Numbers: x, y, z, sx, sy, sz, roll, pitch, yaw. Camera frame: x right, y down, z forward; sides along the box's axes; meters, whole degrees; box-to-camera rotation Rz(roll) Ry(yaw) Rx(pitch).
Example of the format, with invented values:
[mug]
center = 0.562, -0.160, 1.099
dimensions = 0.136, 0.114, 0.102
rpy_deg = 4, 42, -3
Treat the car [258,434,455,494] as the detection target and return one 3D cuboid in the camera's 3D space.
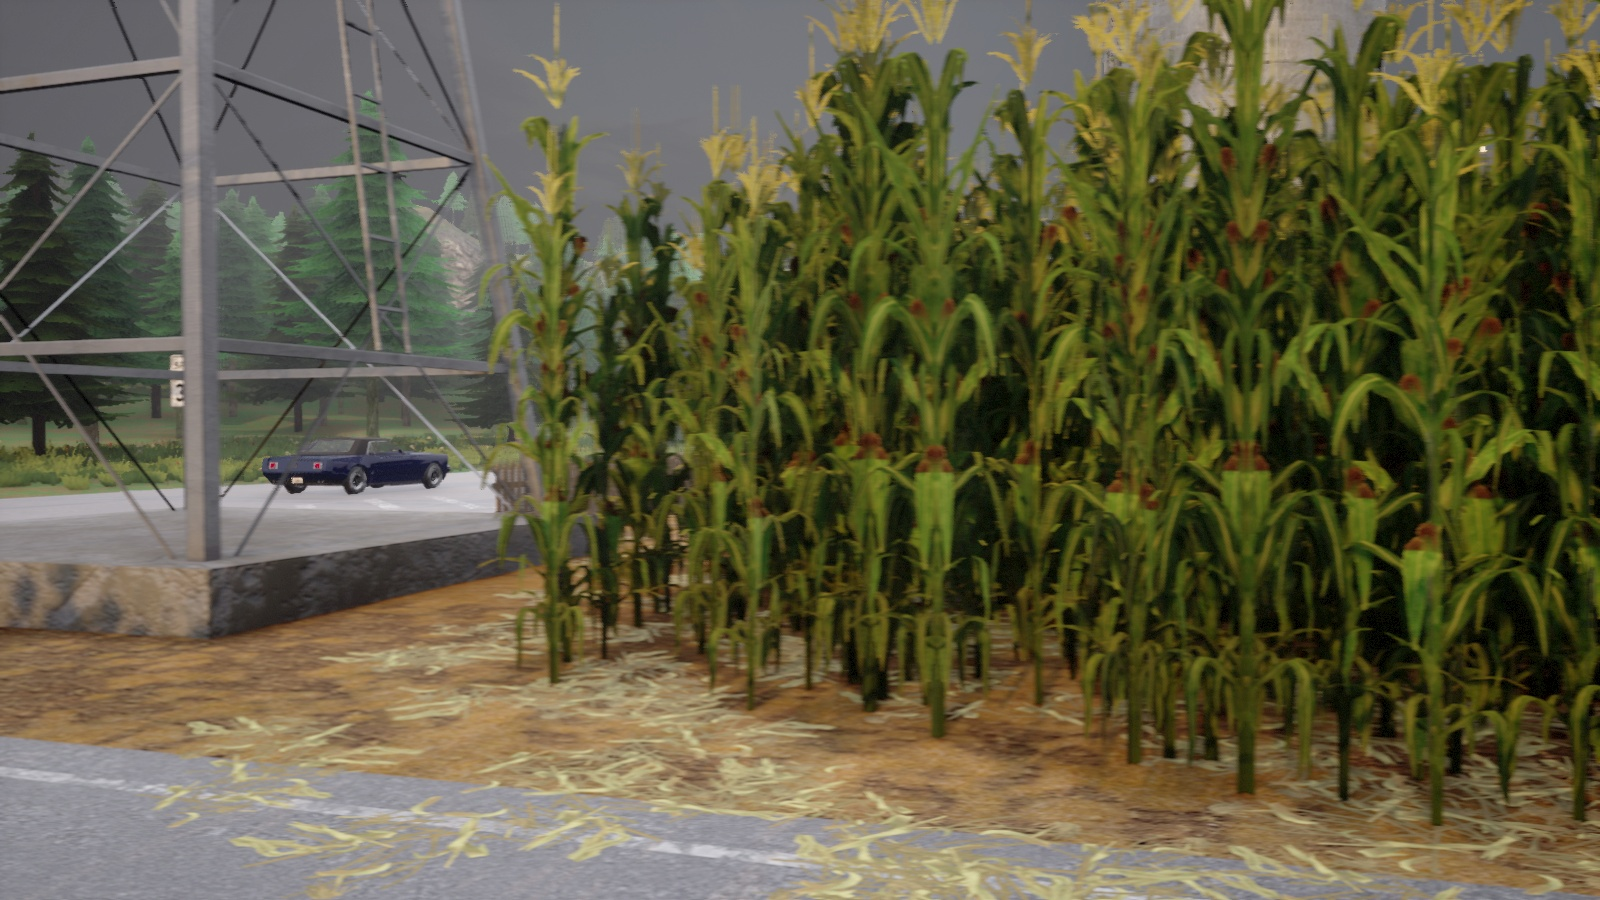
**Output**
[car]
center = -10.401, 0.269, 29.862
dimensions = 1.895, 1.301, 4.718
rpy_deg = 1, 1, 19
